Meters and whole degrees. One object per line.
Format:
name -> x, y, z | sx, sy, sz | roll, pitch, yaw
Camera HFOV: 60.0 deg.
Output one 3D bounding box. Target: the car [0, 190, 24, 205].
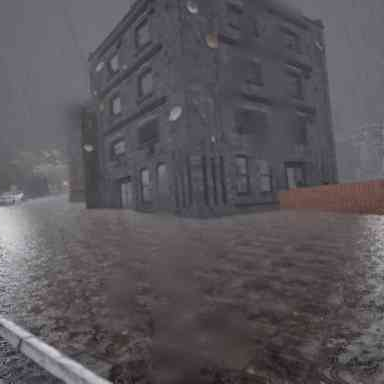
car -> -29.289, 0.864, 53.943 | 2.150, 2.045, 5.566 | -4, 3, -4
